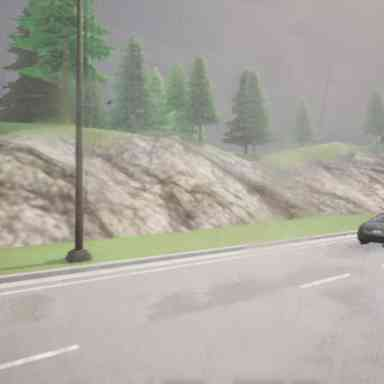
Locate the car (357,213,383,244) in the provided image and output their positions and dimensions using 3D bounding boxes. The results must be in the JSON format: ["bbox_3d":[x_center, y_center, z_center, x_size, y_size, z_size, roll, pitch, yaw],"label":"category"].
[{"bbox_3d":[9.064,1.568,14.511,4.181,1.385,1.994,0,0,-35],"label":"car"}]
